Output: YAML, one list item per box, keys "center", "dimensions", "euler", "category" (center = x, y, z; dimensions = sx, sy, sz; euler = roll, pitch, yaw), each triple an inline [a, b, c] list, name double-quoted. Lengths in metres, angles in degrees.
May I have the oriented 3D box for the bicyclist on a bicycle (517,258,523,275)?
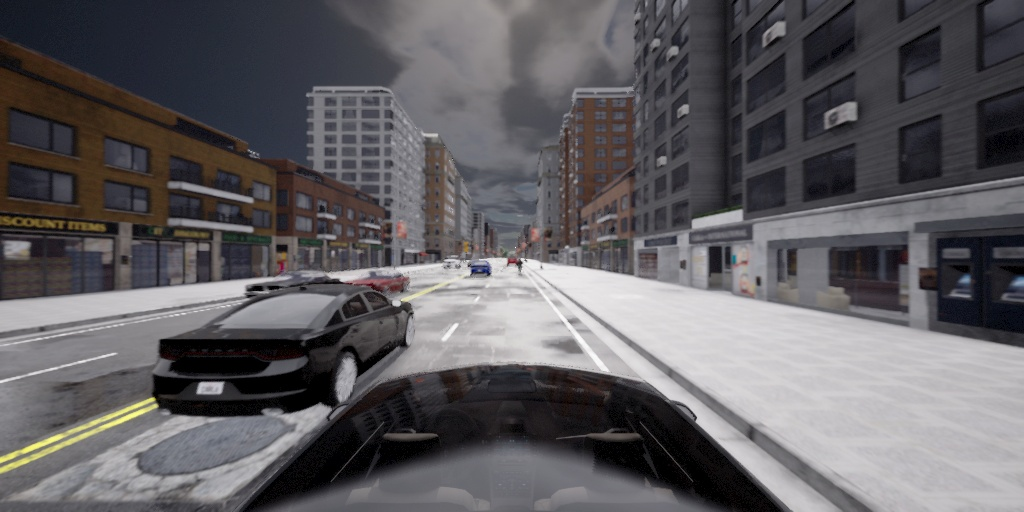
- center: [0.918, 1.122, 39.067]
  dimensions: [0.659, 1.776, 1.843]
  euler: [0, 0, 0]
  category: "bicyclist on a bicycle"

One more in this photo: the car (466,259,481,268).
- center: [-6.496, 1.258, 60.875]
  dimensions: [1.837, 1.490, 4.892]
  euler: [0, 0, 1]
  category: "car"

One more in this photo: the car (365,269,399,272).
- center: [-6.587, 1.351, 17.819]
  dimensions: [1.895, 1.301, 4.718]
  euler: [0, 0, 0]
  category: "car"

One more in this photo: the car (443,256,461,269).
- center: [-9.748, 0.975, 58.382]
  dimensions: [2.150, 2.045, 5.566]
  euler: [0, 0, 1]
  category: "car"

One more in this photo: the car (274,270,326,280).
- center: [-9.839, 1.352, 16.512]
  dimensions: [1.895, 1.301, 4.718]
  euler: [0, 0, 0]
  category: "car"

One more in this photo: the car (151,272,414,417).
- center: [-3.147, 1.228, 6.216]
  dimensions: [1.882, 1.535, 5.008]
  euler: [0, 0, 0]
  category: "car"

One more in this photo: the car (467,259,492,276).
- center: [-3.127, 1.229, 37.058]
  dimensions: [1.882, 1.535, 5.008]
  euler: [0, 0, 0]
  category: "car"
